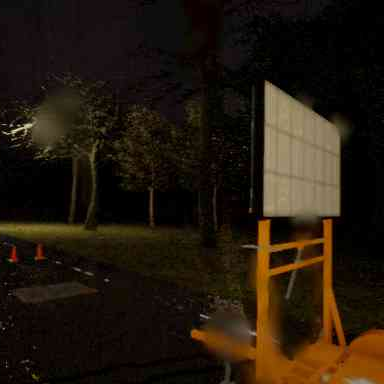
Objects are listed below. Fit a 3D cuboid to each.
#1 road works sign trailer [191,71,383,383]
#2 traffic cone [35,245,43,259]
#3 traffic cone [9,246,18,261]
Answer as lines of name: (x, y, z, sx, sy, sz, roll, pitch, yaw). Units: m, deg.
road works sign trailer: (1.135, 0.710, 3.933, 2.880, 3.560, 2.380, -1, -4, 40)
traffic cone: (-6.579, 2.564, 14.357, 0.340, 0.580, 0.340, 4, -4, -42)
traffic cone: (-7.322, 2.512, 13.691, 0.340, 0.580, 0.340, 4, -4, -42)
